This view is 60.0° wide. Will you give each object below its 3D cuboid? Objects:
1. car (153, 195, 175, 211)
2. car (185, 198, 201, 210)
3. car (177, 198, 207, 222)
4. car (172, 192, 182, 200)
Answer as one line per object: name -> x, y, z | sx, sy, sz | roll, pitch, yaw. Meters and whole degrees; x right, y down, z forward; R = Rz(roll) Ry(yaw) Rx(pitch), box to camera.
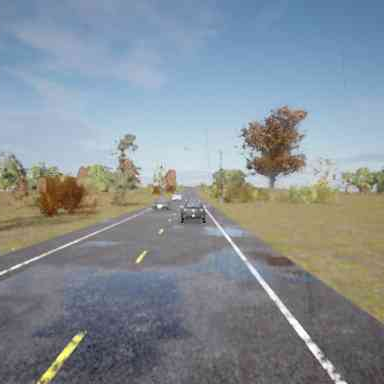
car -> -3.586, 1.445, 39.818 | 2.128, 1.511, 4.902 | 0, 0, 0
car -> 0.105, 1.511, 42.623 | 1.994, 1.385, 4.181 | 0, 0, 0
car -> 0.102, 1.463, 25.839 | 2.128, 1.511, 4.902 | 0, 0, 0
car -> -3.494, 1.112, 78.951 | 2.150, 2.045, 5.566 | 0, 0, 0
